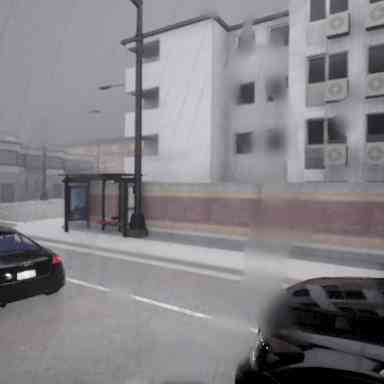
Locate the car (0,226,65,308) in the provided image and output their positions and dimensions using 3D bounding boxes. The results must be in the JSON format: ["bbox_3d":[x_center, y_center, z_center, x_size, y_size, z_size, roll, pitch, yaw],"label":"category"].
[{"bbox_3d":[-4.660,1.447,7.202,4.181,1.385,1.994,1,1,35],"label":"car"}]

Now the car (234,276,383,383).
[{"bbox_3d":[2.999,1.244,1.827,5.566,2.045,2.150,1,1,36],"label":"car"}]
